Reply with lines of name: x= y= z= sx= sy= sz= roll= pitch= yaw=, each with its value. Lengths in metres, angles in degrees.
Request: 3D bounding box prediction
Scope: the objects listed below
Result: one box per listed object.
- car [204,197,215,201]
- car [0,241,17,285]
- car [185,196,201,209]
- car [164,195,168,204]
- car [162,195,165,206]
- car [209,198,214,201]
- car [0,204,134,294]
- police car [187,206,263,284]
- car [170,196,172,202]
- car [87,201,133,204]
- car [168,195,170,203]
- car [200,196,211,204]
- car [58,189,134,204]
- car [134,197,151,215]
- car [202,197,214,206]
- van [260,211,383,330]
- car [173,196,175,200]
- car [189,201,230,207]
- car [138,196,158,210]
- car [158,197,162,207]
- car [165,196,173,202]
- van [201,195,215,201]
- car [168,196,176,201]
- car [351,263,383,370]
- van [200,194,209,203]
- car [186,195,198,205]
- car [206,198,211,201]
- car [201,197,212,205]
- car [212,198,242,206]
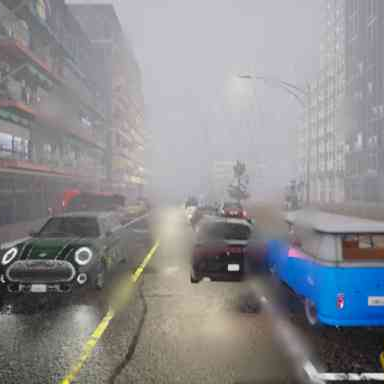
car: x=2.681 y=1.625 z=39.826 sx=1.802 sy=1.307 sz=4.206 roll=0 pitch=0 yaw=0
car: x=-5.696 y=1.549 z=6.666 sx=1.887 sy=1.381 sz=4.507 roll=0 pitch=0 yaw=0
car: x=0.018 y=1.557 z=46.433 sx=1.837 sy=1.490 sz=4.892 roll=0 pitch=0 yaw=0
car: x=-5.700 y=1.510 z=56.406 sx=1.967 sy=1.590 sz=4.097 roll=0 pitch=0 yaw=0
car: x=-5.699 y=1.611 z=50.880 sx=2.008 sy=1.369 sz=4.403 roll=0 pitch=0 yaw=0
car: x=2.682 y=1.553 z=28.943 sx=1.752 sy=1.417 sz=4.829 roll=0 pitch=0 yaw=0
car: x=-3.102 y=1.358 z=8.977 sx=2.097 sy=1.767 sz=4.553 roll=0 pitch=0 yaw=0
police car: x=0.899 y=1.432 z=9.774 sx=1.930 sy=1.638 sz=5.238 roll=0 pitch=0 yaw=0
car: x=-5.701 y=1.638 z=67.459 sx=1.887 sy=1.381 sz=4.507 roll=0 pitch=0 yaw=0
car: x=-5.698 y=1.566 z=23.247 sx=1.887 sy=1.381 sz=4.507 roll=0 pitch=0 yaw=0
car: x=-5.700 y=1.647 z=61.933 sx=1.947 sy=1.339 sz=4.313 roll=0 pitch=0 yaw=0
car: x=2.679 y=1.533 z=67.460 sx=1.967 sy=1.590 sz=4.097 roll=0 pitch=0 yaw=0
car: x=-7.392 y=0.986 z=25.014 sx=2.045 sy=2.150 sz=5.566 roll=17 pitch=4 yaw=29
car: x=-5.699 y=1.560 z=34.130 sx=1.752 sy=1.417 sz=4.829 roll=0 pitch=0 yaw=0
car: x=2.680 y=1.596 z=56.576 sx=1.752 sy=1.417 sz=4.829 roll=0 pitch=0 yaw=0
van: x=2.683 y=1.345 z=6.666 sx=1.690 sy=1.788 sz=3.998 roll=0 pitch=0 yaw=0
car: x=-5.702 y=1.701 z=78.512 sx=1.802 sy=1.307 sz=4.206 roll=0 pitch=0 yaw=0
car: x=0.898 y=1.522 z=19.665 sx=1.837 sy=1.490 sz=4.892 roll=0 pitch=0 yaw=0
car: x=-5.701 y=1.358 z=39.827 sx=2.192 sy=1.841 sz=5.009 roll=0 pitch=0 yaw=0
car: x=-5.699 y=1.602 z=45.353 sx=2.008 sy=1.369 sz=4.403 roll=0 pitch=0 yaw=0
car: x=-5.702 y=1.714 z=84.039 sx=1.802 sy=1.307 sz=4.206 roll=0 pitch=0 yaw=0
van: x=2.679 y=1.401 z=50.880 sx=1.690 sy=1.788 sz=3.998 roll=0 pitch=0 yaw=0
car: x=-5.703 y=1.726 z=95.092 sx=1.947 sy=1.339 sz=4.313 roll=0 pitch=0 yaw=0
car: x=2.685 y=1.526 z=1.311 sx=1.752 sy=1.417 sz=4.829 roll=0 pitch=0 yaw=0
van: x=2.677 y=1.447 z=72.988 sx=1.690 sy=1.788 sz=3.998 roll=0 pitch=0 yaw=0
car: x=-0.002 y=1.429 z=59.680 sx=2.097 sy=1.767 sz=4.553 roll=0 pitch=0 yaw=0
car: x=2.682 y=1.617 z=34.301 sx=1.802 sy=1.307 sz=4.206 roll=0 pitch=0 yaw=0
car: x=2.680 y=1.647 z=61.933 sx=1.947 sy=1.339 sz=4.313 roll=0 pitch=0 yaw=0
car: x=2.682 y=1.461 z=23.246 sx=1.967 sy=1.590 sz=4.097 roll=0 pitch=0 yaw=0
